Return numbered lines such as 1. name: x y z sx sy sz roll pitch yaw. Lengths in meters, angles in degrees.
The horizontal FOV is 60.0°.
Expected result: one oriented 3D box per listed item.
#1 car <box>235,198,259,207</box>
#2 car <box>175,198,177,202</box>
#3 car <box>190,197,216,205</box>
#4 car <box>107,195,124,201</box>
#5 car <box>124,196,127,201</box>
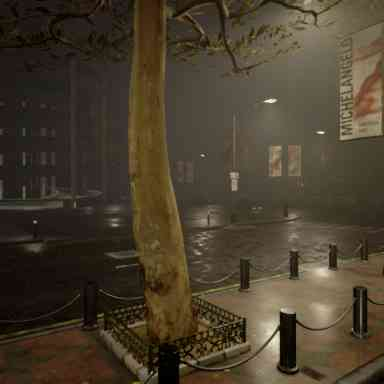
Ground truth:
1. car: 8.018 1.564 49.571 1.994 1.385 4.181 0 0 -35
2. car: -5.086 1.478 65.904 5.008 1.535 1.882 0 0 41
3. car: 1.868 1.547 58.035 2.033 1.411 5.357 0 0 -38
4. car: -19.016 1.474 77.398 4.674 1.442 1.812 0 0 12
5. car: -18.057 1.464 80.764 4.674 1.442 1.812 0 0 12
